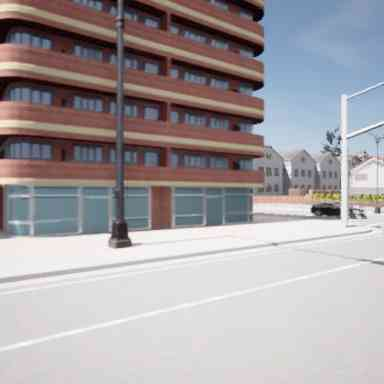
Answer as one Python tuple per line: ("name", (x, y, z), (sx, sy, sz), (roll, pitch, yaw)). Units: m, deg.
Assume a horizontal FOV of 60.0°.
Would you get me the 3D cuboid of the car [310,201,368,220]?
("car", (12.866, 1.602, 29.379), (2.128, 1.511, 4.902), (0, 1, -35))
